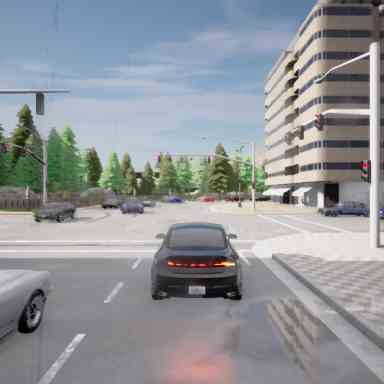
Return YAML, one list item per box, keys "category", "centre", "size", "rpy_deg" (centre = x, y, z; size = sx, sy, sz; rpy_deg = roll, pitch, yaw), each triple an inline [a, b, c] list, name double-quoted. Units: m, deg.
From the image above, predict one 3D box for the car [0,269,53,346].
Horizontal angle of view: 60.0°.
- category: "car"
  centre: [-3.427, 1.601, 3.832]
  size: [1.895, 1.301, 4.718]
  rpy_deg: [0, 0, 0]

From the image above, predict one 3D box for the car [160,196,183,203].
- category: "car"
  centre: [-4.231, 1.548, 69.312]
  size: [2.033, 1.411, 5.357]
  rpy_deg: [0, 0, 31]

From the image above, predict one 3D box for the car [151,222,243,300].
- category: "car"
  centre: [0.114, 1.505, 8.354]
  size: [1.837, 1.490, 4.892]
  rpy_deg: [0, 0, 1]

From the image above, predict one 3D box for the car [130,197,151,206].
- category: "car"
  centre: [-8.869, 1.601, 57.414]
  size: [1.895, 1.301, 4.718]
  rpy_deg: [0, 0, 15]

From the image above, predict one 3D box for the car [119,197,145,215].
- category: "car"
  centre: [-6.243, 1.372, 34.729]
  size: [2.097, 1.767, 4.553]
  rpy_deg: [0, 1, -10]

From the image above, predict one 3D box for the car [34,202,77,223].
- category: "car"
  centre: [-10.554, 1.535, 26.024]
  size: [1.837, 1.490, 4.892]
  rpy_deg: [0, 0, 0]

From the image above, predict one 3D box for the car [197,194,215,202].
- category: "car"
  centre: [3.037, 1.355, 73.388]
  size: [2.097, 1.767, 4.553]
  rpy_deg: [0, 0, 38]

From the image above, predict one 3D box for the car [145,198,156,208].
- category: "car"
  centre: [-6.630, 1.601, 48.682]
  size: [1.895, 1.301, 4.718]
  rpy_deg: [0, 0, 5]

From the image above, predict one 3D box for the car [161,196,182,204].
- category: "car"
  centre: [-3.615, 1.477, 62.304]
  size: [1.882, 1.535, 5.008]
  rpy_deg: [0, 0, 24]

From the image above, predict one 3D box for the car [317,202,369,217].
- category: "car"
  centre: [14.595, 1.603, 31.027]
  size: [5.357, 1.411, 2.033]
  rpy_deg: [0, 0, 0]

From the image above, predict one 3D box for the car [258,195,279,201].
- category: "car"
  centre: [18.493, 1.500, 80.591]
  size: [4.892, 1.490, 1.837]
  rpy_deg: [0, 0, -22]

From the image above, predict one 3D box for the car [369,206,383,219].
- category: "car"
  centre: [17.692, 1.581, 27.518]
  size: [4.674, 1.442, 1.812]
  rpy_deg: [0, 0, 0]

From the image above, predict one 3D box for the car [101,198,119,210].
- category: "car"
  centre: [-10.373, 1.547, 43.991]
  size: [2.033, 1.411, 5.357]
  rpy_deg: [0, 0, 2]

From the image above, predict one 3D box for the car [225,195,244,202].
- category: "car"
  centre: [9.696, 1.478, 75.074]
  size: [5.008, 1.535, 1.882]
  rpy_deg: [0, 0, -41]

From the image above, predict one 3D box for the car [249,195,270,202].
- category: "car"
  centre: [15.170, 1.595, 74.804]
  size: [4.718, 1.301, 1.895]
  rpy_deg: [0, 0, -33]
